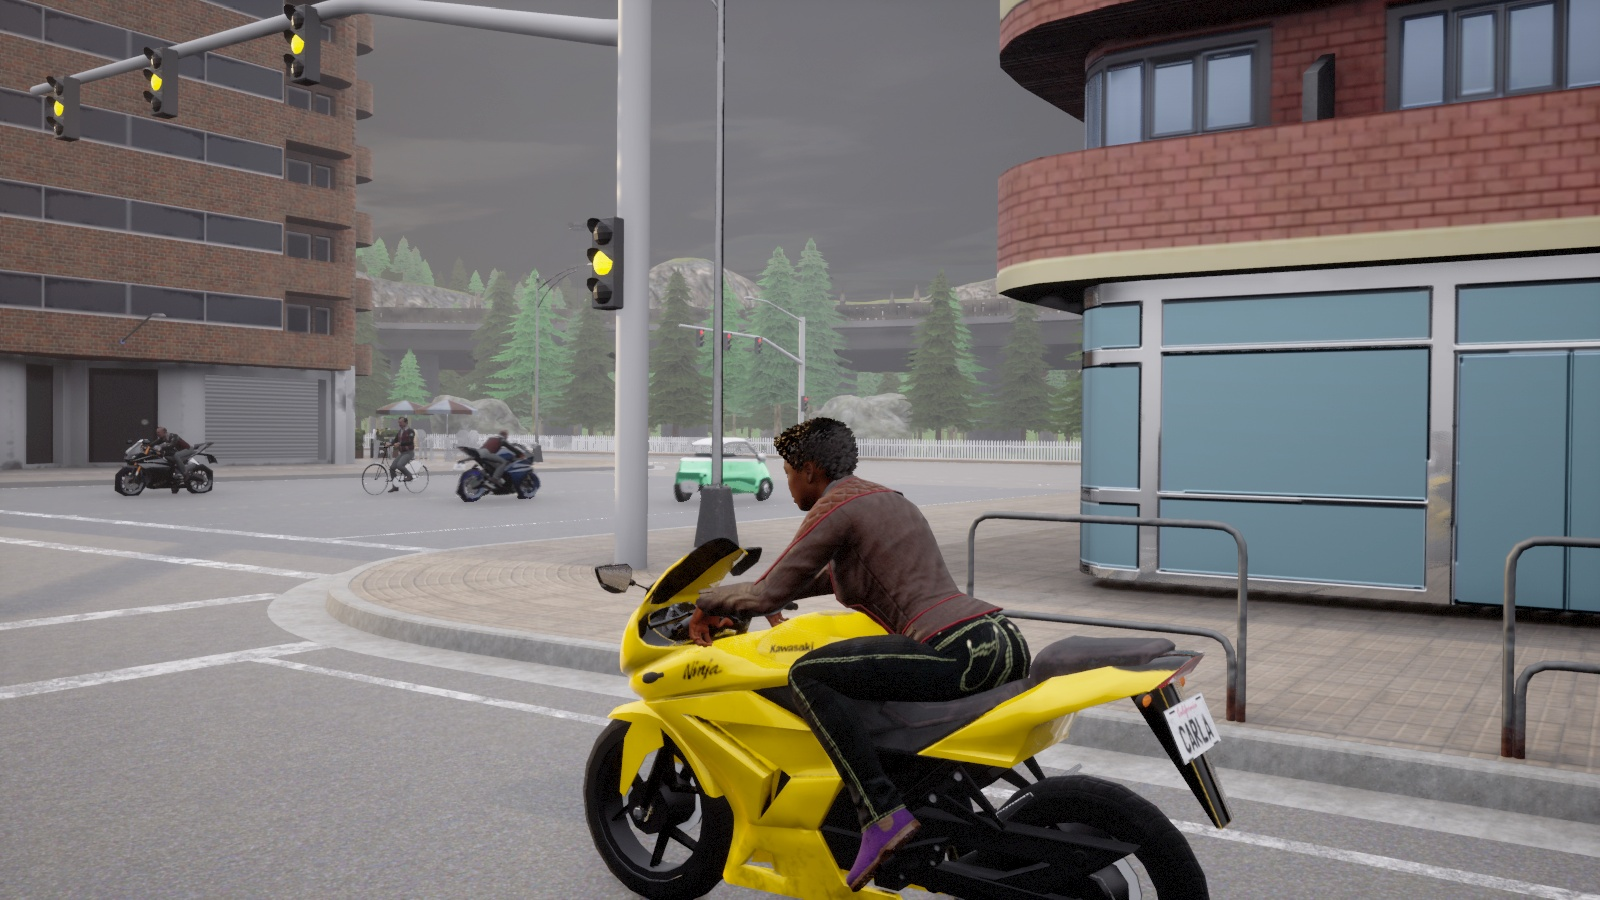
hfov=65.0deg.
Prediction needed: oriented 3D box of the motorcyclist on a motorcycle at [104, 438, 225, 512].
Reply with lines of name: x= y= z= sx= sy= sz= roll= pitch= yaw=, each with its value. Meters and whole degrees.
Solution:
motorcyclist on a motorcycle: x=-13.873 y=0.517 z=27.482 sx=0.866 sy=1.530 sz=2.191 roll=0 pitch=1 yaw=34

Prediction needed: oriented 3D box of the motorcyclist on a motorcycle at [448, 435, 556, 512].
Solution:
motorcyclist on a motorcycle: x=-6.220 y=0.463 z=26.320 sx=0.866 sy=1.530 sz=2.191 roll=0 pitch=1 yaw=34

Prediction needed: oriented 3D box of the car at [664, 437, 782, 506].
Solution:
car: x=-1.622 y=0.434 z=26.888 sx=1.481 sy=1.376 sz=2.207 roll=0 pitch=1 yaw=34

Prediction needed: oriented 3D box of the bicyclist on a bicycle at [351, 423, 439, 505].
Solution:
bicyclist on a bicycle: x=-9.107 y=0.298 z=28.300 sx=0.659 sy=1.776 sz=1.843 roll=0 pitch=1 yaw=34

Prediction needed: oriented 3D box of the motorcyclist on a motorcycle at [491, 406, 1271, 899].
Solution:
motorcyclist on a motorcycle: x=0.158 y=0.664 z=3.519 sx=2.044 sy=1.523 sz=0.797 roll=0 pitch=1 yaw=34
